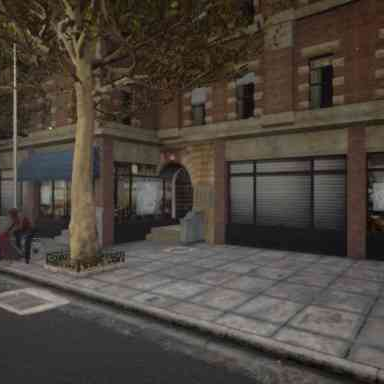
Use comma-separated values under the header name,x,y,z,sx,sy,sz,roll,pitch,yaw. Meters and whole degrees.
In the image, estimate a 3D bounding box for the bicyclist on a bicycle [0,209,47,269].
name,x,y,z,sx,sy,sz,roll,pitch,yaw
bicyclist on a bicycle,-4.929,1.302,9.490,0.582,1.620,1.656,0,1,36
